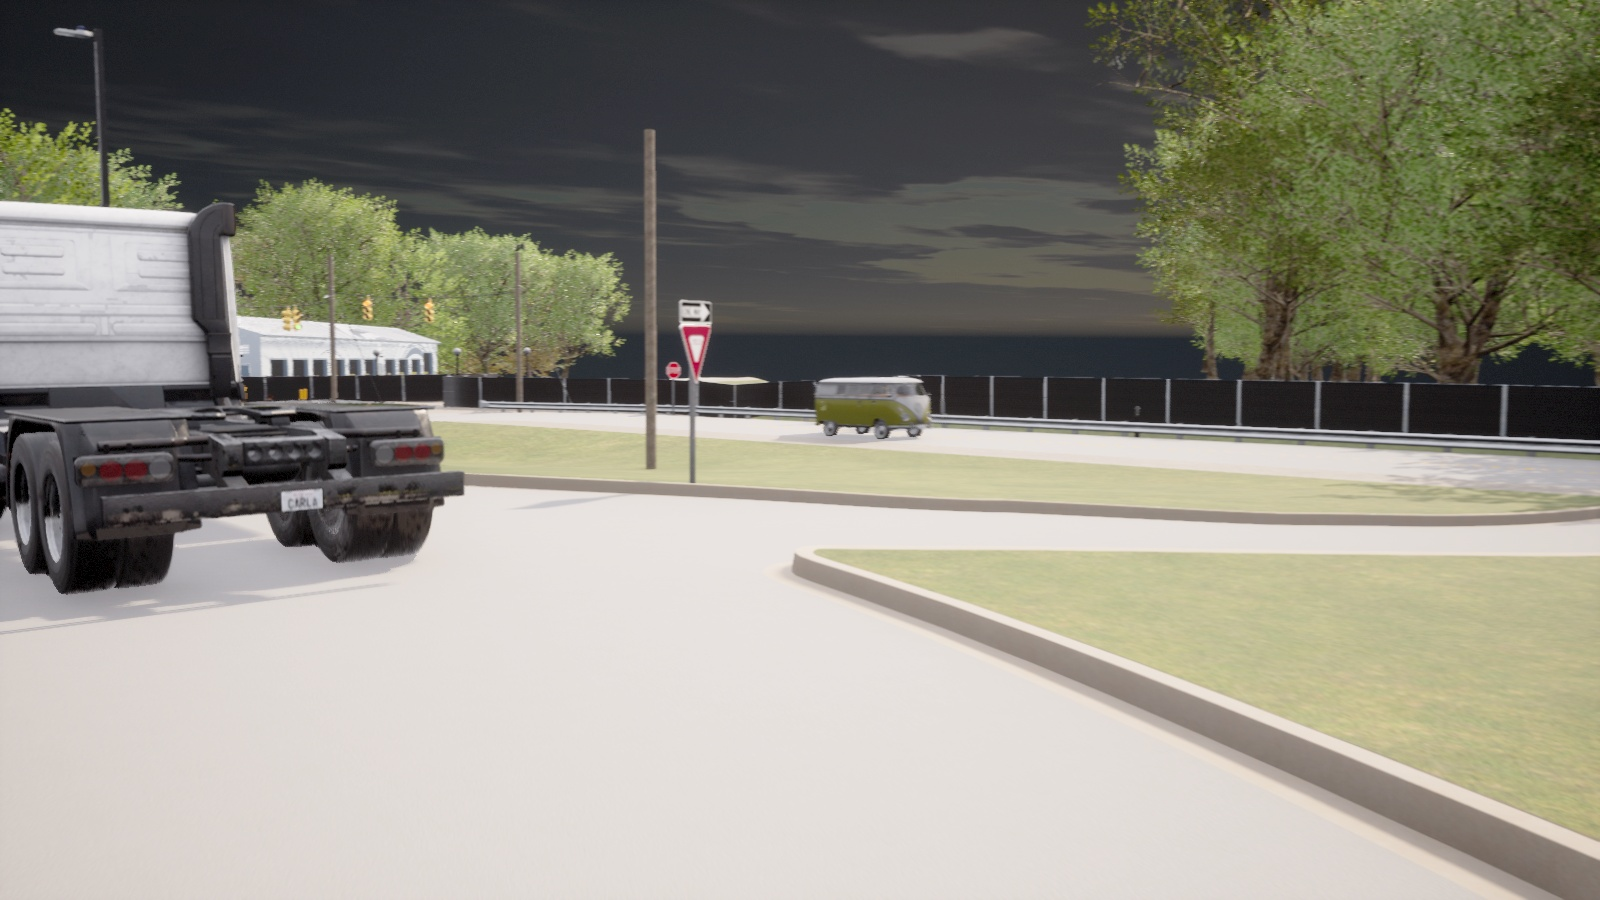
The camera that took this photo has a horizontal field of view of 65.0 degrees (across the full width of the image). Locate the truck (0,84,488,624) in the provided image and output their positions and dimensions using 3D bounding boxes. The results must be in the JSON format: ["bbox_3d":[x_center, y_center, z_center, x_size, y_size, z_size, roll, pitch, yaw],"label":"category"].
[{"bbox_3d":[-6.219,-0.879,12.005,2.891,3.462,7.936,-4,6,-41],"label":"truck"}]

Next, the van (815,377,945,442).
[{"bbox_3d":[2.592,-1.414,41.623,1.775,1.987,4.442,-4,5,-39],"label":"van"}]
